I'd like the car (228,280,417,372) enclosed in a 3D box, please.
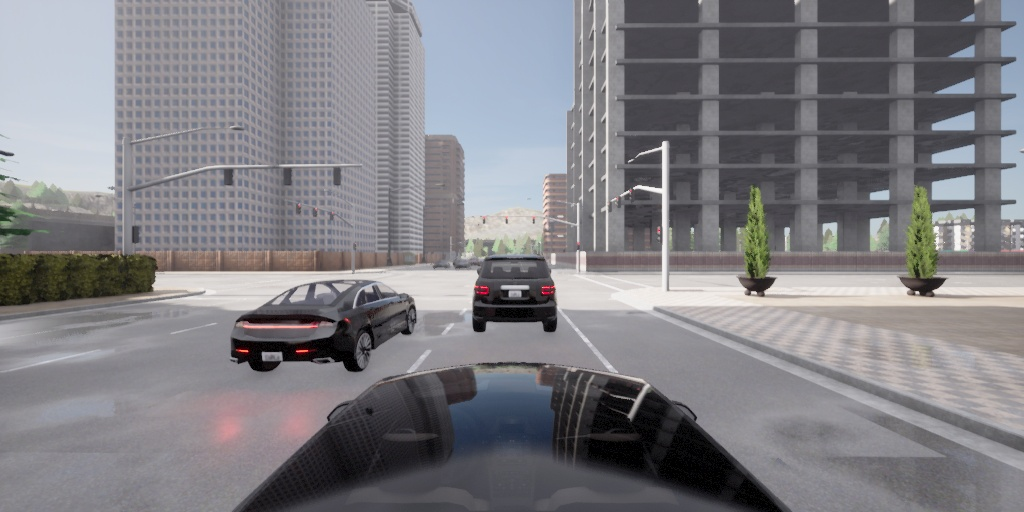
[{"bbox_3d":[-3.444,1.241,7.609,2.128,1.511,4.902,0,0,1],"label":"car"}]

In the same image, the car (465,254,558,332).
[{"bbox_3d":[0.071,0.970,10.952,2.150,2.045,5.566,0,0,0],"label":"car"}]

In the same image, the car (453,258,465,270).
[{"bbox_3d":[-7.194,1.246,52.422,1.837,1.490,4.892,0,0,1],"label":"car"}]

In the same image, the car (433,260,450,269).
[{"bbox_3d":[-10.658,1.304,54.428,1.994,1.385,4.181,0,0,1],"label":"car"}]
